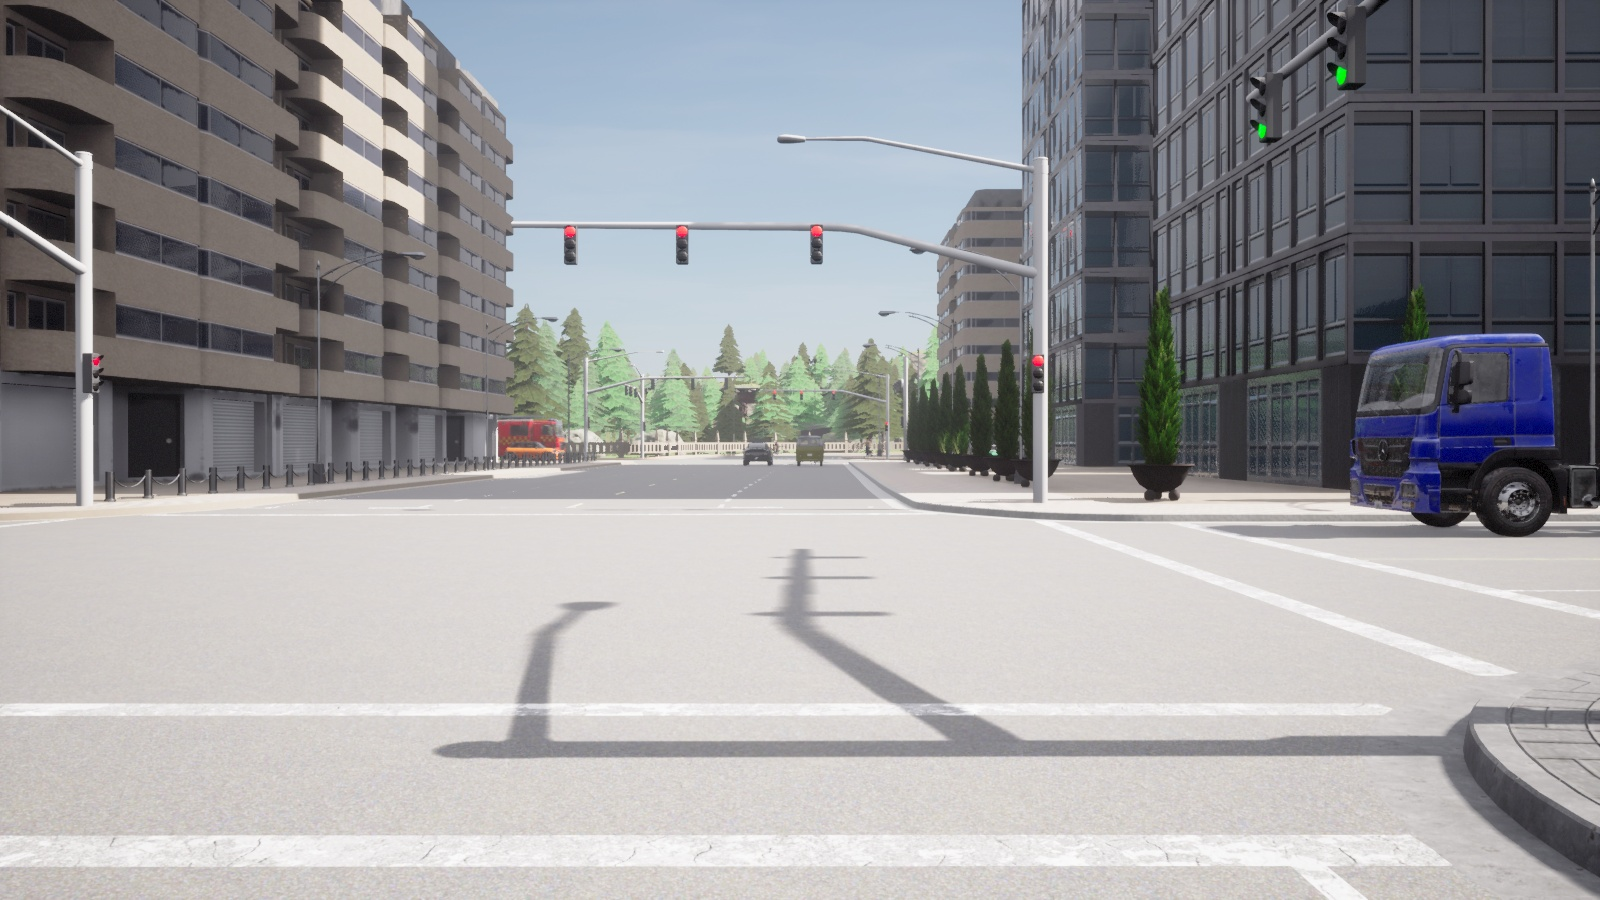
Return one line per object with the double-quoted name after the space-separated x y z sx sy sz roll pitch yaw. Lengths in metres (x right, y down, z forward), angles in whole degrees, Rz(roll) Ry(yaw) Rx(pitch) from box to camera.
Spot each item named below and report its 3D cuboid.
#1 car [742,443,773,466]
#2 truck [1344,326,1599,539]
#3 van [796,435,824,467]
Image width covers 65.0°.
-2.794 0.274 84.086 1.837 1.490 4.892 0 0 1 "car"
14.035 -0.292 21.786 7.936 3.462 2.891 0 0 1 "truck"
0.655 0.041 81.252 1.775 1.987 4.442 0 0 1 "van"
